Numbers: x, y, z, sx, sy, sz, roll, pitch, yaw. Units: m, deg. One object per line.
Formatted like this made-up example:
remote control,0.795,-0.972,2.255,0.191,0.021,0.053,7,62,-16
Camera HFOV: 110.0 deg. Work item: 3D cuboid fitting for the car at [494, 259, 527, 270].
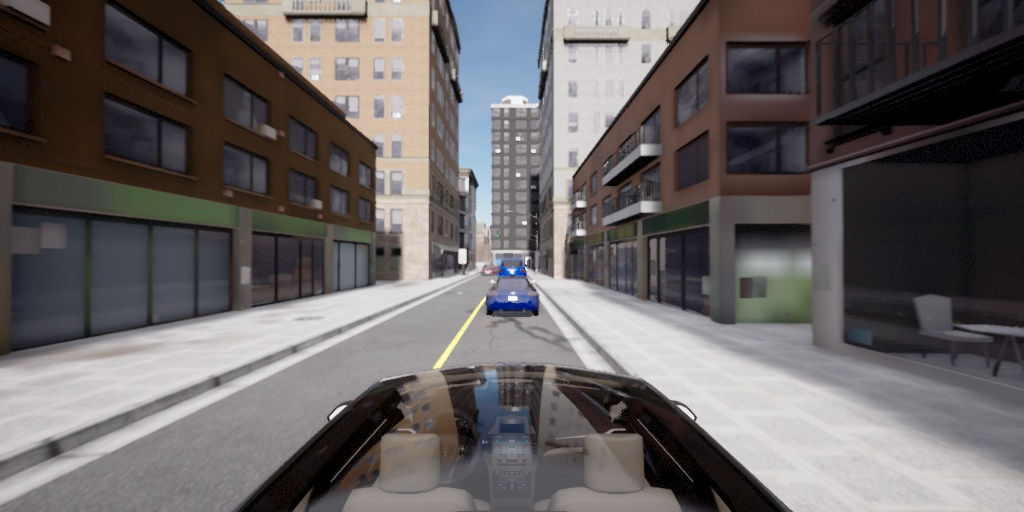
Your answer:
car,0.021,1.244,28.076,2.150,2.045,5.566,0,0,0

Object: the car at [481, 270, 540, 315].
car,0.041,1.443,14.322,1.994,1.385,4.181,0,0,0

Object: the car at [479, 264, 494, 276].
car,-2.821,1.715,44.279,1.812,1.442,4.674,0,-1,0
